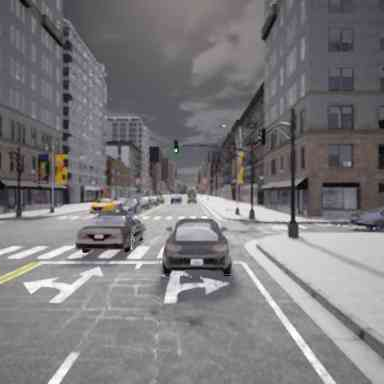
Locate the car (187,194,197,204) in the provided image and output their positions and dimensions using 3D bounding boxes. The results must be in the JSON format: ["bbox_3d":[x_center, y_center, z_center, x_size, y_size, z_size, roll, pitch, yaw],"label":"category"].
[{"bbox_3d":[0.004,1.626,66.771,1.895,1.301,4.718,0,0,0],"label":"car"}]

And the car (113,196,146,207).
[{"bbox_3d":[-6.591,1.509,35.706,2.128,1.511,4.902,0,0,0],"label":"car"}]

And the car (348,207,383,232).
[{"bbox_3d":[12.313,1.598,19.748,5.357,1.411,2.033,0,0,8],"label":"car"}]

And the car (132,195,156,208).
[{"bbox_3d":[-6.572,1.513,45.061,2.128,1.511,4.902,0,0,0],"label":"car"}]

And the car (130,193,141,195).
[{"bbox_3d":[-9.747,1.246,56.835,2.150,2.045,5.566,0,0,0],"label":"car"}]

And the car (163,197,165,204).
[{"bbox_3d":[-6.497,1.377,65.165,2.097,1.767,4.553,0,0,0],"label":"car"}]

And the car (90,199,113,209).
[{"bbox_3d":[-9.843,1.497,37.245,1.882,1.535,5.008,0,0,0],"label":"car"}]

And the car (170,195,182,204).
[{"bbox_3d":[-3.246,1.503,66.385,1.882,1.535,5.008,0,0,0],"label":"car"}]

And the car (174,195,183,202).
[{"bbox_3d":[-3.246,1.524,79.230,1.837,1.490,4.892,0,0,0],"label":"car"}]

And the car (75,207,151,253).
[{"bbox_3d":[-3.147,1.553,13.775,2.033,1.411,5.357,0,0,0],"label":"car"}]

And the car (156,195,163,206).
[{"bbox_3d":[-6.498,1.516,54.932,2.128,1.511,4.902,0,0,0],"label":"car"}]

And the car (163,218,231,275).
[{"bbox_3d":[0.150,1.531,10.325,1.812,1.442,4.674,0,0,1],"label":"car"}]
